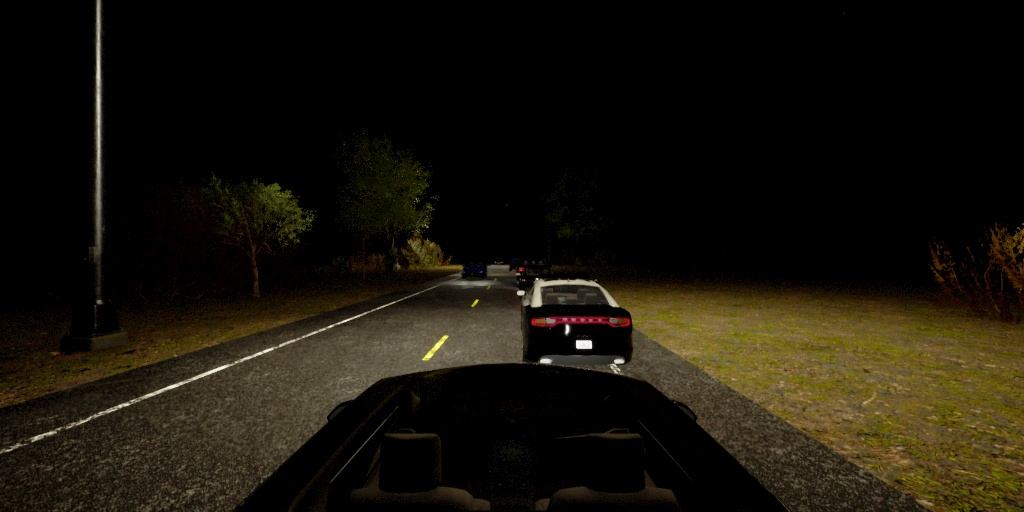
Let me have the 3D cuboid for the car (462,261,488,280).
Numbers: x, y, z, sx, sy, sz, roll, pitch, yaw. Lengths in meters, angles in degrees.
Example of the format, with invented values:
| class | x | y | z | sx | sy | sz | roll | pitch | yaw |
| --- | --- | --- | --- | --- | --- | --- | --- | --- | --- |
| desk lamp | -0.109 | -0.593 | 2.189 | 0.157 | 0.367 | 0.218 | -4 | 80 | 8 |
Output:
| class | x | y | z | sx | sy | sz | roll | pitch | yaw |
| --- | --- | --- | --- | --- | --- | --- | --- | --- | --- |
| car | -3.205 | 1.208 | 31.446 | 1.882 | 1.535 | 5.008 | 0 | 0 | 1 |

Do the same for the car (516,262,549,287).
| class | x | y | z | sx | sy | sz | roll | pitch | yaw |
| --- | --- | --- | --- | --- | --- | --- | --- | --- | --- |
| car | 1.278 | 1.249 | 18.052 | 1.837 | 1.490 | 4.892 | 0 | 0 | 1 |

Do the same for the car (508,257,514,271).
| class | x | y | z | sx | sy | sz | roll | pitch | yaw |
| --- | --- | --- | --- | --- | --- | --- | --- | --- | --- |
| car | 0.630 | 1.233 | 46.583 | 1.812 | 1.442 | 4.674 | 0 | 0 | 1 |

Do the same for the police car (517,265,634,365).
| class | x | y | z | sx | sy | sz | roll | pitch | yaw |
| --- | --- | --- | --- | --- | --- | --- | --- | --- | --- |
| police car | 1.152 | 1.174 | 8.163 | 1.930 | 1.638 | 5.238 | 0 | 0 | 1 |

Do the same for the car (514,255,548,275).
| class | x | y | z | sx | sy | sz | roll | pitch | yaw |
| --- | --- | --- | --- | --- | --- | --- | --- | --- | --- |
| car | 1.353 | 0.963 | 24.081 | 2.150 | 2.045 | 5.566 | 0 | 0 | 1 |
